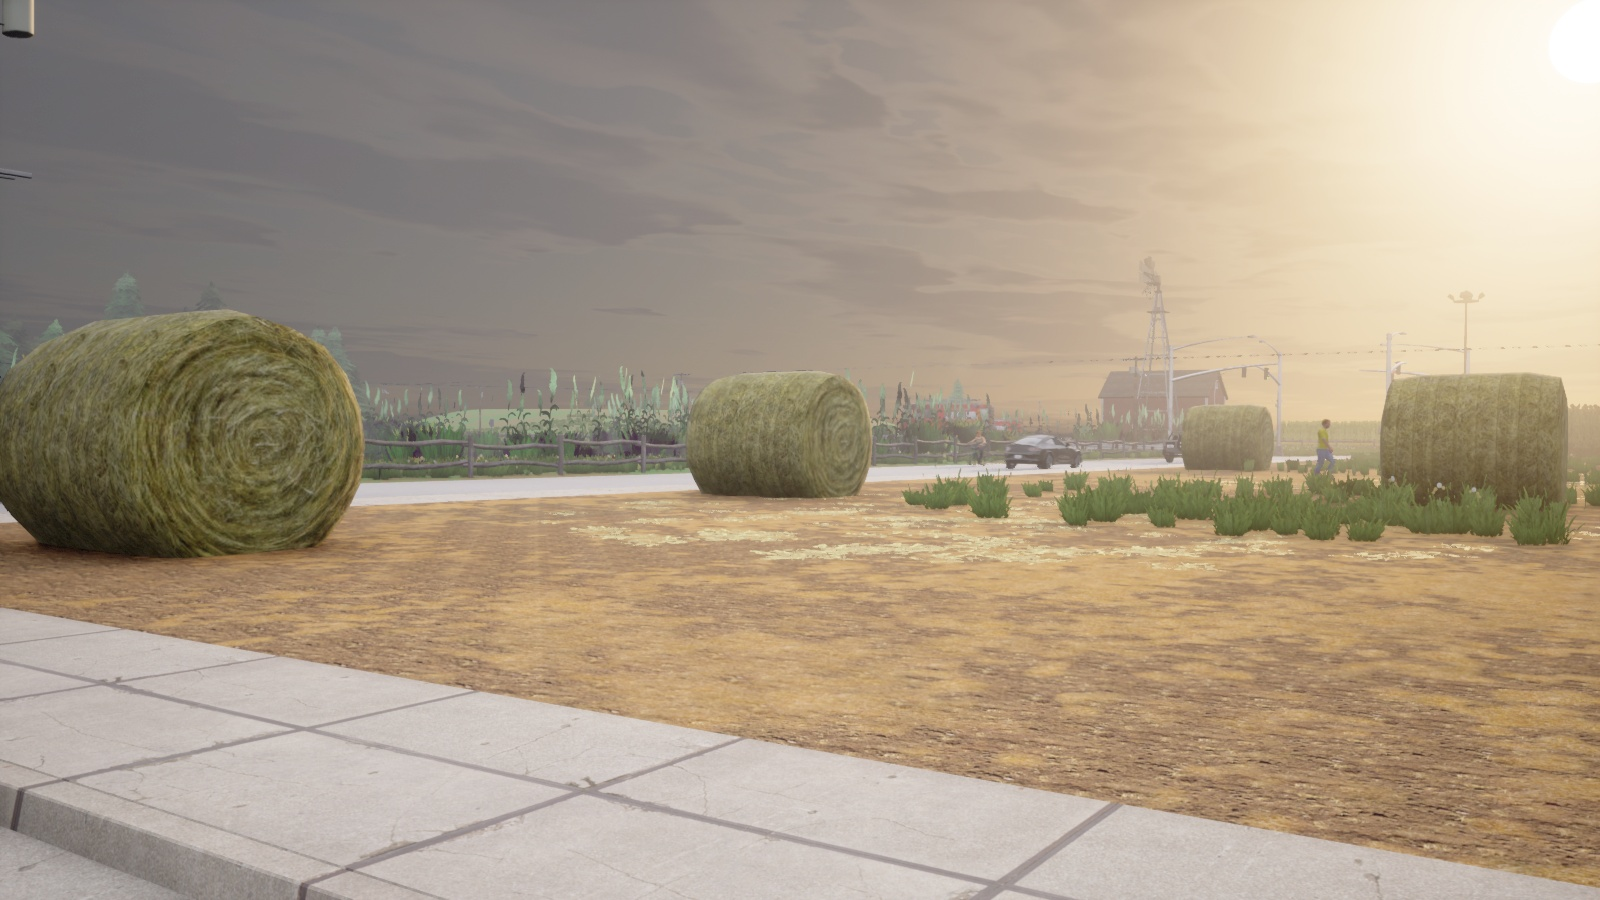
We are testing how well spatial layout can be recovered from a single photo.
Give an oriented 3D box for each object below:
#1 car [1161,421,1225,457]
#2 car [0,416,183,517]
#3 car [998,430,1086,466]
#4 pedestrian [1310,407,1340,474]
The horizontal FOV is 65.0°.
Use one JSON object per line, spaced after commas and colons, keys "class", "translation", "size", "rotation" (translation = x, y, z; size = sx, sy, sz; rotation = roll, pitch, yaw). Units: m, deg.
{"class": "car", "translation": [21.375, -0.612, 68.227], "size": [1.932, 1.855, 4.605], "rotation": [0, 1, 36]}
{"class": "car", "translation": [-14.757, 0.283, 25.099], "size": [1.905, 1.878, 3.866], "rotation": [0, 1, 36]}
{"class": "car", "translation": [10.313, -0.098, 53.217], "size": [1.812, 1.442, 4.674], "rotation": [0, 1, 36]}
{"class": "pedestrian", "translation": [14.619, -0.262, 34.969], "size": [0.706, 1.836, 0.354], "rotation": [0, 1, 35]}
